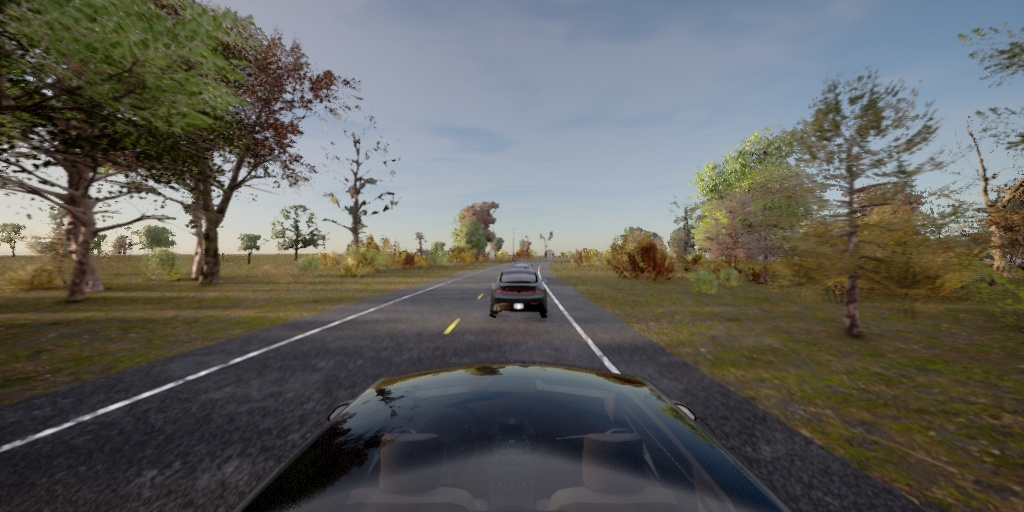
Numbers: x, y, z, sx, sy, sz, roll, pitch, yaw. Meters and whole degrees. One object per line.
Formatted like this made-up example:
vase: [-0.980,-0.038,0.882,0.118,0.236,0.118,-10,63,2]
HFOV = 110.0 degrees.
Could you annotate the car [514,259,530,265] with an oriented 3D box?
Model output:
car: [0.860,1.204,31.107,1.812,1.442,4.674,0,0,3]

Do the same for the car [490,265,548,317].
car: [0.242,1.230,13.034,1.837,1.490,4.892,0,0,1]
